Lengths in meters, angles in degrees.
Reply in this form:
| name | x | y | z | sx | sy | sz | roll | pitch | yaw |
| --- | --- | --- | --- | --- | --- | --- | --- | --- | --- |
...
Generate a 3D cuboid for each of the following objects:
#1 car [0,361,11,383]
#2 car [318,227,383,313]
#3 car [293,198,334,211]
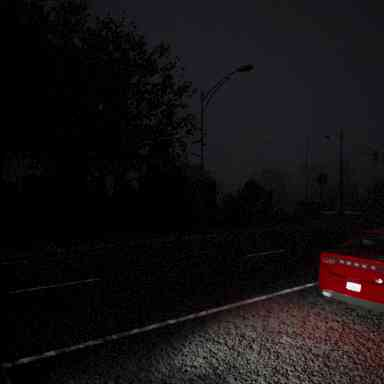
| name | x | y | z | sx | sy | sz | roll | pitch | yaw |
| --- | --- | --- | --- | --- | --- | --- | --- | --- | --- |
| car | -3.441 | 1.491 | 1.299 | 4.902 | 1.511 | 2.128 | 0 | 0 | -35 |
| car | 4.797 | 1.478 | 7.146 | 5.008 | 1.535 | 1.882 | 0 | 0 | -35 |
| car | 14.488 | 1.477 | 39.849 | 1.882 | 1.535 | 5.008 | 0 | 0 | -33 |
